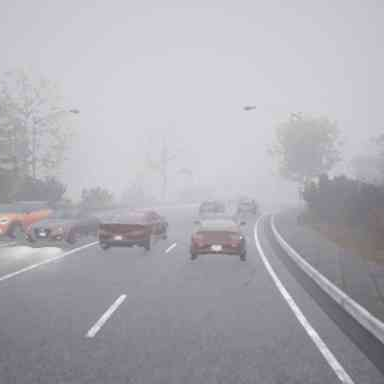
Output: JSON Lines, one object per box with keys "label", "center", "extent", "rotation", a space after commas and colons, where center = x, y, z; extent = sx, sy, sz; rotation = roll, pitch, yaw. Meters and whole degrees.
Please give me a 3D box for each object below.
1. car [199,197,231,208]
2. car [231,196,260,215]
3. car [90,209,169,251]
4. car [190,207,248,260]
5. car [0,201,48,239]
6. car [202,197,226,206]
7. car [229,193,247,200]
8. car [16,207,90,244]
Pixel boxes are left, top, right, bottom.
{"label": "car", "center": [2.113, 1.477, 33.616], "extent": [2.128, 1.511, 4.902], "rotation": [0, 0, 17]}
{"label": "car", "center": [5.747, 1.495, 33.497], "extent": [2.128, 1.511, 4.902], "rotation": [0, 0, 18]}
{"label": "car", "center": [-2.275, 1.461, 14.146], "extent": [1.882, 1.535, 5.008], "rotation": [0, 0, 7]}
{"label": "car", "center": [1.017, 1.523, 12.352], "extent": [1.812, 1.442, 4.674], "rotation": [0, 0, 6]}
{"label": "car", "center": [-9.076, 1.306, 17.239], "extent": [2.097, 1.767, 4.553], "rotation": [0, 0, 9]}
{"label": "car", "center": [3.839, 1.509, 56.315], "extent": [2.033, 1.411, 5.357], "rotation": [0, 0, 28]}
{"label": "car", "center": [7.737, 1.205, 56.059], "extent": [2.150, 2.045, 5.566], "rotation": [0, 0, 29]}
{"label": "car", "center": [-5.794, 1.533, 15.486], "extent": [1.994, 1.385, 4.181], "rotation": [0, 0, 8]}
